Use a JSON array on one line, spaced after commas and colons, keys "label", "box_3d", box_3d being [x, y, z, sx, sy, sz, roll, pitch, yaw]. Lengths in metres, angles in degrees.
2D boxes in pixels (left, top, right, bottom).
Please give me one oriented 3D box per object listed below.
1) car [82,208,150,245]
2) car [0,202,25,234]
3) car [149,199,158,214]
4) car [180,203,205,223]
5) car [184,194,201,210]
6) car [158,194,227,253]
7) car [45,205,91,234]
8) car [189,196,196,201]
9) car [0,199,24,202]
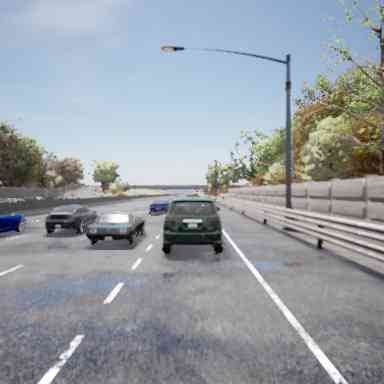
[{"label": "car", "box_3d": [-3.373, 1.607, 15.700, 1.895, 1.301, 4.718, 0, 0, 0]}, {"label": "car", "box_3d": [-10.368, 1.495, 16.861, 1.882, 1.535, 5.008, 0, 0, 0]}, {"label": "car", "box_3d": [-3.340, 1.491, 35.207, 1.882, 1.535, 5.008, 0, 0, 0]}, {"label": "car", "box_3d": [0.047, 1.604, 26.888, 1.895, 1.301, 4.718, 0, 0, 0]}, {"label": "car", "box_3d": [0.077, 1.242, 45.747, 2.150, 2.045, 5.566, 0, 0, 0]}, {"label": "car", "box_3d": [0.025, 1.222, 13.901, 2.150, 2.045, 5.566, 0, 0, 0]}, {"label": "car", "box_3d": [-6.866, 1.517, 19.493, 1.837, 1.490, 4.892, 0, 0, 0]}, {"label": "car", "box_3d": [0.162, 1.741, 92.399, 1.895, 1.301, 4.718, 0, 0, 2]}, {"label": "car", "box_3d": [-21.017, 1.536, 38.800, 2.128, 1.511, 4.902, 0, 0, 0]}]
